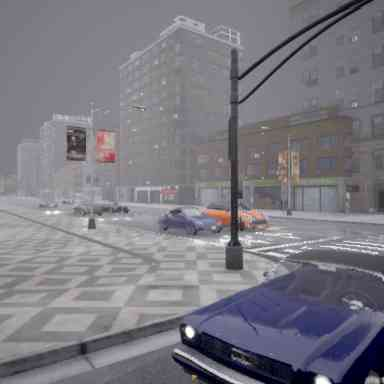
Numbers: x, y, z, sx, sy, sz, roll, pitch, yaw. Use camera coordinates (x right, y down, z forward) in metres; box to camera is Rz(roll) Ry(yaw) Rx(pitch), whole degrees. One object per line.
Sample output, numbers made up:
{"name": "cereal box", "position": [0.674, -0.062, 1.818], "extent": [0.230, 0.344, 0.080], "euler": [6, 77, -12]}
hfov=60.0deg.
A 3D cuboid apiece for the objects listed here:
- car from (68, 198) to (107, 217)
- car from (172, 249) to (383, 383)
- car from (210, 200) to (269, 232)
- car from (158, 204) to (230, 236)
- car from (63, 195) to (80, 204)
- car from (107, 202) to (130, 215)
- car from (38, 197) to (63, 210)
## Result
{"name": "car", "position": [-10.427, 1.623, 32.902], "extent": [1.837, 1.490, 4.892], "euler": [0, -1, -36]}
{"name": "car", "position": [1.952, 1.600, 4.686], "extent": [1.895, 1.301, 4.718], "euler": [0, 0, 43]}
{"name": "car", "position": [2.568, 1.405, 20.568], "extent": [2.097, 1.767, 4.553], "euler": [0, 0, -36]}
{"name": "car", "position": [-0.248, 1.580, 18.918], "extent": [1.812, 1.442, 4.674], "euler": [0, 0, -36]}
{"name": "car", "position": [-17.513, 1.128, 48.309], "extent": [2.097, 1.767, 4.553], "euler": [0, 0, -36]}
{"name": "car", "position": [-8.396, 1.721, 35.636], "extent": [1.895, 1.301, 4.718], "euler": [0, 0, -36]}
{"name": "car", "position": [-20.122, 1.663, 46.371], "extent": [2.128, 1.511, 4.902], "euler": [0, 0, -36]}
